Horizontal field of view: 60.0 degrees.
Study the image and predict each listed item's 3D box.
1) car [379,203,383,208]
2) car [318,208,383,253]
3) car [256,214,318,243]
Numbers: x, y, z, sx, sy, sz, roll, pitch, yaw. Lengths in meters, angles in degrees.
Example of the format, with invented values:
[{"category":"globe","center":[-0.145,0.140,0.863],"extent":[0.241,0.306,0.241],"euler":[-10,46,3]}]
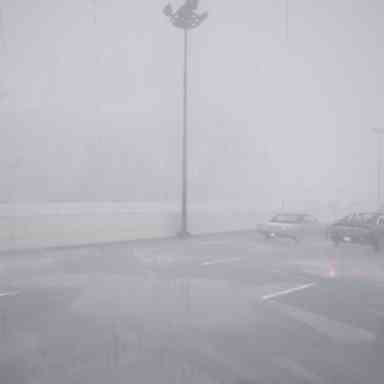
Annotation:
[{"category":"car","center":[16.989,1.681,27.776],"extent":[4.553,1.767,2.097],"euler":[1,-1,-45]},{"category":"car","center":[7.954,1.658,14.662],"extent":[4.902,1.511,2.128],"euler":[1,0,-40]},{"category":"car","center":[5.523,1.762,17.189],"extent":[4.718,1.301,1.895],"euler":[1,0,-40]}]
